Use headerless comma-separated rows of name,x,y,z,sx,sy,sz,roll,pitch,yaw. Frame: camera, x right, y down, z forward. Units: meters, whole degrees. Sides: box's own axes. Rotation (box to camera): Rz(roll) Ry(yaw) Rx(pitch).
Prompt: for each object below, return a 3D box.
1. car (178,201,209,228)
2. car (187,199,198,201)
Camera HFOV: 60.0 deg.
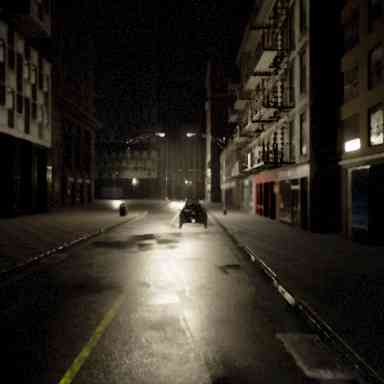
car,0.083,1.560,22.883,1.837,1.490,4.892,0,-1,0
car,0.066,1.580,41.059,1.882,1.535,5.008,0,0,0
